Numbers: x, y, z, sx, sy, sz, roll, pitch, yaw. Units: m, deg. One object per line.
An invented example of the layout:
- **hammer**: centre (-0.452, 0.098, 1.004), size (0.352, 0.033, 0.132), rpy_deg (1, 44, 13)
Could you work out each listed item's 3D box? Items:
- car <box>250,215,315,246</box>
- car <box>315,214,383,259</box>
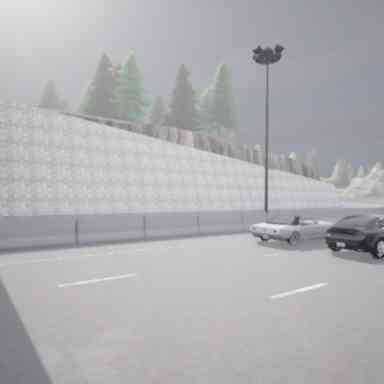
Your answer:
- **car**: centre (5.109, 1.748, 16.091), size (4.718, 1.301, 1.895), rpy_deg (1, 0, -35)
- **car**: centre (7.353, 1.657, 13.387), size (4.892, 1.490, 1.837), rpy_deg (0, 0, -35)
